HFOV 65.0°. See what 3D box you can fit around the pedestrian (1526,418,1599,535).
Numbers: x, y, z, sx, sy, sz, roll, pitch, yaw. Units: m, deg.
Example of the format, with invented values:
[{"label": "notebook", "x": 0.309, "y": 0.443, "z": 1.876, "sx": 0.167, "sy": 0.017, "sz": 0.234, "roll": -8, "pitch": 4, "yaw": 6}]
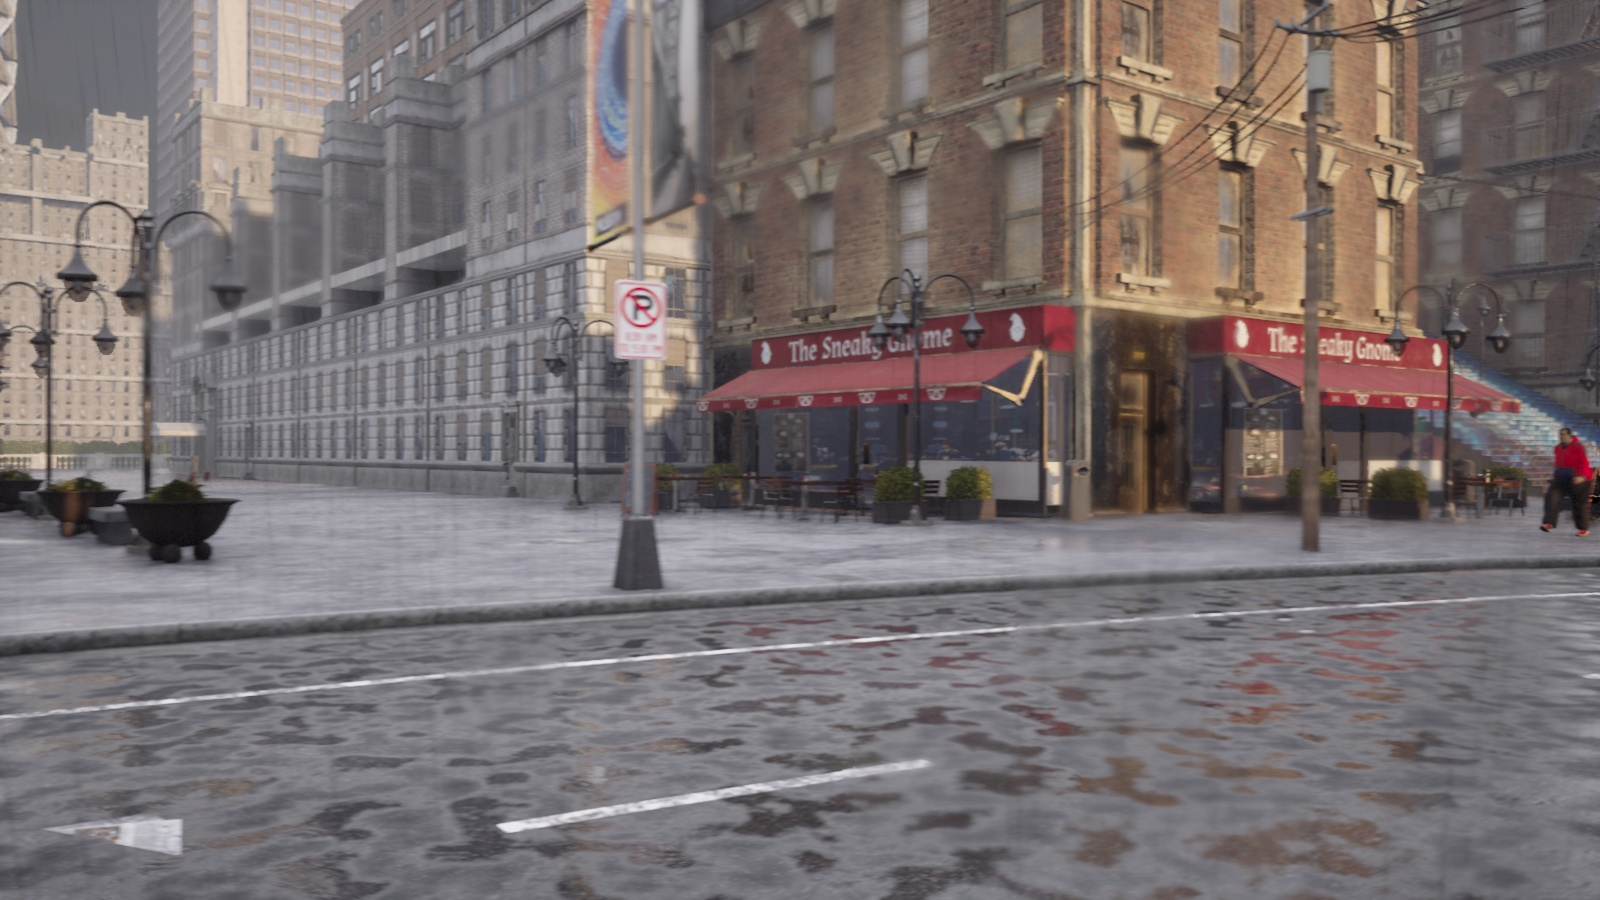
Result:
[{"label": "pedestrian", "x": 12.303, "y": 0.418, "z": 20.207, "sx": 0.899, "sy": 1.844, "sz": 0.634, "roll": 0, "pitch": 0, "yaw": -21}]
